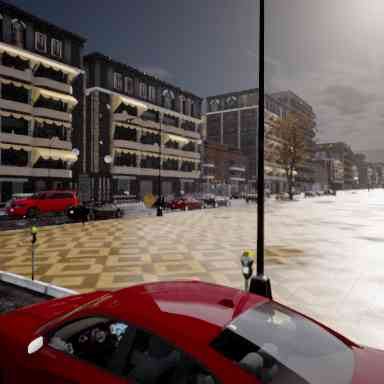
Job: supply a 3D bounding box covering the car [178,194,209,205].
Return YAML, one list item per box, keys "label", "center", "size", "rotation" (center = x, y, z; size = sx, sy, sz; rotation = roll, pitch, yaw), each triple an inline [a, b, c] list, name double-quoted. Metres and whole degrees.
- label: "car"
  center: [0.245, 0.951, 44.078]
  size: [1.994, 1.385, 4.181]
  rotation: [1, 1, 35]

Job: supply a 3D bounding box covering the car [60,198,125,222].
- label: "car"
  center: [-6.765, 1.328, 23.719]
  size: [1.947, 1.339, 4.313]
  rotation: [2, 2, 35]

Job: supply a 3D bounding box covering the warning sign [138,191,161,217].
- label: "warning sign"
  center: [-3.151, 0.850, 24.811]
  size: [1.300, 1.860, 1.060]
  rotation: [-1, 0, 35]

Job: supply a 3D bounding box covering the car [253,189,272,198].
- label: "car"
  center: [14.797, 0.225, 69.729]
  size: [2.192, 1.841, 5.009]
  rotation: [2, 2, 35]

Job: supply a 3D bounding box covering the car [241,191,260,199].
- label: "car"
  center: [11.535, 0.524, 65.010]
  size: [1.752, 1.417, 4.829]
  rotation: [2, 2, 35]

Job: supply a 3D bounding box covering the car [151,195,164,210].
- label: "car"
  center: [-2.461, 1.053, 34.542]
  size: [2.128, 1.511, 4.902]
  rotation: [1, 1, 35]

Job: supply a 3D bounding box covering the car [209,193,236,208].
- label: "car"
  center: [2.720, 1.049, 37.471]
  size: [2.008, 1.369, 4.403]
  rotation: [2, 2, 35]

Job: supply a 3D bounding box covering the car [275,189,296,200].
- label: "car"
  center: [15.465, 0.674, 55.948]
  size: [1.752, 1.417, 4.829]
  rotation: [2, 2, 35]

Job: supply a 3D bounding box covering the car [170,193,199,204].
- label: "car"
  center: [-1.016, 0.908, 46.814]
  size: [1.947, 1.339, 4.313]
  rotation: [2, 2, 35]

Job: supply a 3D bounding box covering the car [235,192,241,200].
- label: "car"
  center: [8.470, 0.648, 60.567]
  size: [1.947, 1.339, 4.313]
  rotation: [2, 2, 35]

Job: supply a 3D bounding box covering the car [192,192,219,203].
- label: "car"
  center: [2.146, 0.806, 51.398]
  size: [2.008, 1.369, 4.403]
  rotation: [2, 2, 35]

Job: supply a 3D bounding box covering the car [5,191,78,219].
- label: "car"
  center: [-11.704, 0.940, 26.773]
  size: [2.150, 2.045, 5.566]
  rotation: [1, 1, 35]

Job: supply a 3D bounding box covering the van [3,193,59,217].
- label: "van"
  center: [-13.661, 1.034, 28.471]
  size: [1.690, 1.788, 3.998]
  rotation: [2, 2, 35]

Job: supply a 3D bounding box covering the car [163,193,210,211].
- label: "car"
  center: [-0.442, 1.131, 32.886]
  size: [1.887, 1.381, 4.507]
  rotation: [2, 2, 35]

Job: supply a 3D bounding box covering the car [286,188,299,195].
- label: "car"
  center: [24.281, -0.032, 83.481]
  size: [2.192, 1.841, 5.009]
  rotation: [2, 2, 35]

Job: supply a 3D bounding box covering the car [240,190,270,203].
- label: "car"
  center: [9.044, 0.875, 46.640]
  size: [2.008, 1.369, 4.403]
  rotation: [2, 2, 35]

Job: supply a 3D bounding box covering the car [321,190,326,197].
- label: "car"
  center: [28.015, 0.359, 74.145]
  size: [2.008, 1.369, 4.403]
  rotation: [2, 2, 35]

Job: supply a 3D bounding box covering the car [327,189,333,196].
- label: "car"
  center: [34.340, 0.077, 83.311]
  size: [1.967, 1.590, 4.097]
  rotation: [2, 2, 35]

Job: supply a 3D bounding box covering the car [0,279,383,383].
- label: "car"
  center: [-0.324, 1.544, 3.095]
  size: [4.507, 1.381, 1.887]
  rotation: [0, 0, 35]

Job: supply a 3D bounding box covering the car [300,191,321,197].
- label: "car"
  center: [24.854, 0.444, 69.562]
  size: [2.008, 1.369, 4.403]
  rotation: [2, 2, 35]
